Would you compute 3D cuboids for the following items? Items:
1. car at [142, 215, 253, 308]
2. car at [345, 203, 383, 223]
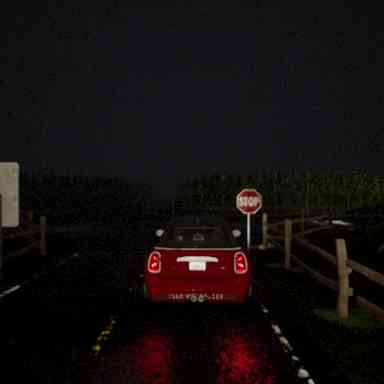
[{"bbox_3d":[0.151,1.353,8.112,2.097,1.767,4.553,0,0,1],"label":"car"},{"bbox_3d":[13.247,1.457,23.755,4.181,1.385,1.994,0,0,0],"label":"car"}]
